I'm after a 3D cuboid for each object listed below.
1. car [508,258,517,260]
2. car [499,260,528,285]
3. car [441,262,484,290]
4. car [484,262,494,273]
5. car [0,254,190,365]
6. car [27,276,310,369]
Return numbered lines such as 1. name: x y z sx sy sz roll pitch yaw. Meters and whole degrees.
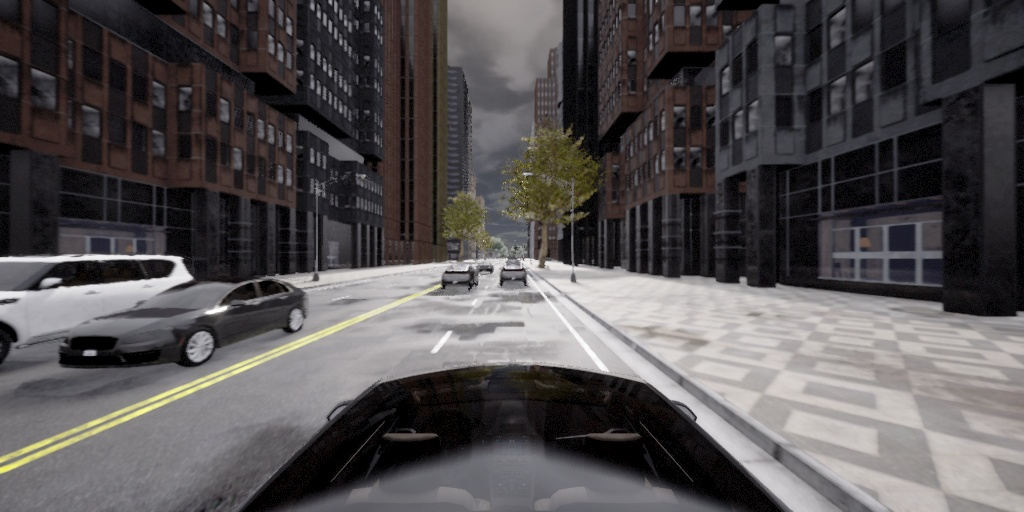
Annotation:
1. car: 0.094 1.119 49.205 2.097 1.767 4.553 0 0 0
2. car: 0.096 1.252 25.765 2.128 1.511 4.902 0 0 0
3. car: -3.157 1.252 22.405 2.128 1.511 4.902 0 0 0
4. car: -3.155 1.366 43.094 1.895 1.301 4.718 0 0 0
5. car: -9.795 0.973 7.599 2.150 2.045 5.566 0 0 0
6. car: -6.541 1.258 7.999 1.837 1.490 4.892 0 0 0
